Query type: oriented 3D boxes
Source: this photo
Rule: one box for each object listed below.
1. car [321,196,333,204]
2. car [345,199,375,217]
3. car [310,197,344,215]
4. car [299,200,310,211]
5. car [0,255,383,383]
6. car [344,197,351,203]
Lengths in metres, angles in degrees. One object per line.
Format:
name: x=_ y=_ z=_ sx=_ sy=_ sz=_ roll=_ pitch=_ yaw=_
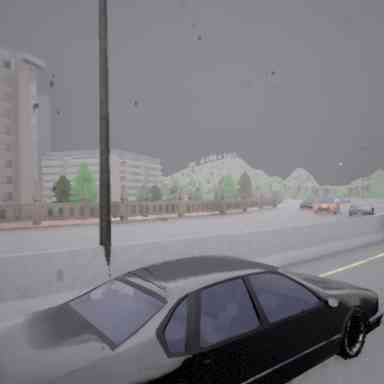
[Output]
car: x=29.565 y=1.768 z=73.036 sx=2.128 sy=1.511 sz=4.902 roll=-1 pitch=0 yaw=17
car: x=16.038 y=1.602 z=31.278 sx=1.812 sy=1.442 sz=4.674 roll=0 pitch=0 yaw=33
car: x=14.310 y=1.461 z=35.055 sx=2.097 sy=1.767 sz=4.553 roll=-1 pitch=0 yaw=32
car: x=15.576 y=1.713 z=44.148 sx=2.033 sy=1.411 sz=5.357 roll=-1 pitch=-1 yaw=27
car: x=0.344 y=1.559 z=4.171 sx=5.357 sy=1.411 sz=2.033 roll=0 pitch=0 yaw=-38
car: x=31.900 y=1.741 z=68.678 sx=1.812 sy=1.442 sz=4.674 roll=-1 pitch=0 yaw=17
